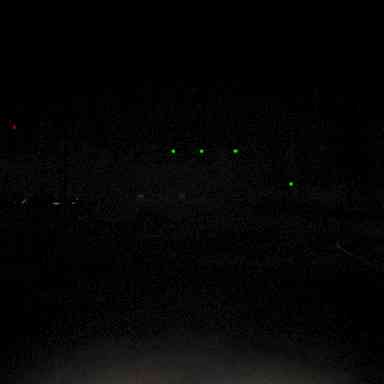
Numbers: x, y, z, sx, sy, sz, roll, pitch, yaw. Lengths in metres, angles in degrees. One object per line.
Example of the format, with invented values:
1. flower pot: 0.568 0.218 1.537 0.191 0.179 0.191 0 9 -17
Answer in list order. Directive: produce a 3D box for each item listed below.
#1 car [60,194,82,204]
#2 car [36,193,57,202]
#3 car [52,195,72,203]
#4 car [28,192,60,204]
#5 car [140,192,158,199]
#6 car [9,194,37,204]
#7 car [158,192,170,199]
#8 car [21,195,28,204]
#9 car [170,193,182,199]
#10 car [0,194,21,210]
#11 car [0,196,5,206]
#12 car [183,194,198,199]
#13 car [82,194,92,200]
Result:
1. car: -20.989 1.191 56.576 2.128 1.511 4.902 0 0 0
2. car: -28.093 1.014 64.325 2.097 1.767 4.553 0 0 -3
3. car: -24.524 1.267 62.827 1.895 1.301 4.718 0 0 0
4. car: -21.060 0.974 46.739 2.150 2.045 5.566 0 0 0
5. car: -11.357 1.053 86.895 2.128 1.511 4.902 0 0 -22
6. car: -27.980 1.200 55.116 2.128 1.511 4.902 0 0 0
7. car: -8.231 0.881 88.570 2.097 1.767 4.553 0 0 -22
8. car: -24.565 1.115 44.735 2.097 1.767 4.553 0 0 0
9. car: -5.149 1.065 90.308 1.994 1.385 4.181 0 0 -22
10. car: -21.084 1.313 36.187 1.837 1.490 4.892 0 0 0
11. car: -28.051 1.308 45.369 2.033 1.411 5.357 0 0 1
12. car: -0.079 1.134 86.038 1.895 1.301 4.718 0 0 -18
13. car: -21.190 1.172 65.840 2.128 1.511 4.902 0 0 -3
